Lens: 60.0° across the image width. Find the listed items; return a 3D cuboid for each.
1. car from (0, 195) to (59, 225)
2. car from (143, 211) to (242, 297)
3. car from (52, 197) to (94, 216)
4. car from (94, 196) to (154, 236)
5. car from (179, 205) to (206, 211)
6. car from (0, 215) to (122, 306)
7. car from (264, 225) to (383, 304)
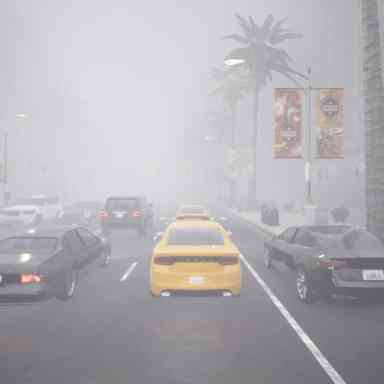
[{"bbox_3d":[-10.577,1.243,22.430,2.150,2.045,5.566,0,0,0],"label":"car"},{"bbox_3d":[0.073,1.478,8.618,1.882,1.535,5.008,0,0,0],"label":"car"},{"bbox_3d":[-7.081,1.350,21.886,2.097,1.767,4.553,0,0,0],"label":"car"},{"bbox_3d":[-3.462,1.222,18.546,2.150,2.045,5.566,0,0,0],"label":"car"},{"bbox_3d":[0.036,1.478,18.816,1.882,1.535,5.008,0,0,0],"label":"car"},{"bbox_3d":[-3.422,1.547,8.275,2.033,1.411,5.357,0,0,0],"label":"car"},{"bbox_3d":[3.166,1.513,8.206,2.161,1.482,4.786,0,0,-1],"label":"car"}]
